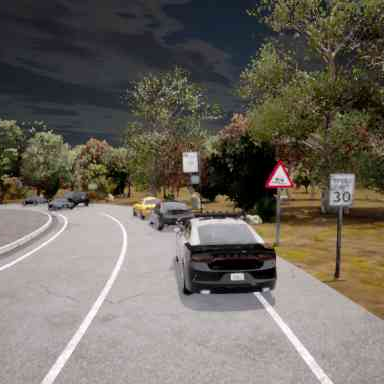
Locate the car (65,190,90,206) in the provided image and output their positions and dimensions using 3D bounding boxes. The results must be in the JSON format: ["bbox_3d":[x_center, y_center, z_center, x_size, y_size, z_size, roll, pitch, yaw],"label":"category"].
[{"bbox_3d":[-15.432,0.872,43.647,2.150,2.045,5.566,-5,3,-41],"label":"car"}]

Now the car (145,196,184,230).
[{"bbox_3d":[-1.264,1.220,18.854,1.837,1.490,4.892,-2,1,-15],"label":"car"}]

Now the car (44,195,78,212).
[{"bbox_3d":[-14.503,1.371,36.702,1.994,1.385,4.181,-4,2,-36],"label":"car"}]

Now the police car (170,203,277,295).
[{"bbox_3d":[0.581,1.311,8.686,1.930,1.638,5.238,-1,1,-6],"label":"police car"}]

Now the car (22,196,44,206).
[{"bbox_3d":[-25.162,1.405,53.034,4.902,1.511,2.128,-2,3,34],"label":"car"}]

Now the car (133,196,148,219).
[{"bbox_3d":[-3.230,1.081,25.006,1.801,1.575,5.366,-2,1,-20],"label":"car"}]
